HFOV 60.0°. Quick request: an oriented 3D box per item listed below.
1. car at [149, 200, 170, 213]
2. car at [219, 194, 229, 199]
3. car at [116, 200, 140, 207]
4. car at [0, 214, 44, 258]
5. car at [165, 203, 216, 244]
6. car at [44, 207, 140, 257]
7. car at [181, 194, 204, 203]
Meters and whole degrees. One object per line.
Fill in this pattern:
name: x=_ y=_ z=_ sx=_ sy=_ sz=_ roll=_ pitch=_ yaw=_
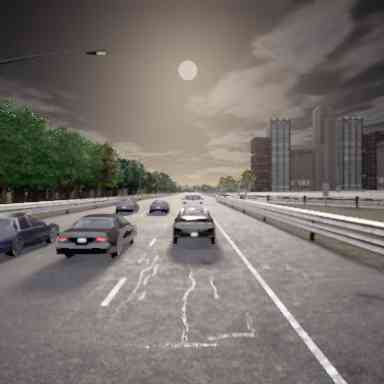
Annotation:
car: x=-3.418 y=1.531 z=35.911 sx=1.994 sy=1.385 sz=4.181 roll=0 pitch=0 yaw=0
car: x=8.426 y=1.235 z=89.845 sx=2.163 sy=1.488 sz=4.792 roll=0 pitch=0 yaw=-11
car: x=-6.916 y=1.530 z=36.005 sx=1.994 sy=1.385 sz=4.181 roll=0 pitch=0 yaw=0
car: x=-6.904 y=1.538 z=12.754 sx=2.033 sy=1.411 sz=5.357 roll=0 pitch=0 yaw=0
car: x=0.092 y=1.479 z=15.750 sx=2.128 sy=1.511 sz=4.902 roll=0 pitch=0 yaw=0
car: x=-3.404 y=1.538 z=12.792 sx=2.033 sy=1.411 sz=5.357 roll=0 pitch=0 yaw=0
car: x=0.083 y=1.191 z=34.455 sx=2.150 sy=2.045 sz=5.566 roll=0 pitch=0 yaw=0
